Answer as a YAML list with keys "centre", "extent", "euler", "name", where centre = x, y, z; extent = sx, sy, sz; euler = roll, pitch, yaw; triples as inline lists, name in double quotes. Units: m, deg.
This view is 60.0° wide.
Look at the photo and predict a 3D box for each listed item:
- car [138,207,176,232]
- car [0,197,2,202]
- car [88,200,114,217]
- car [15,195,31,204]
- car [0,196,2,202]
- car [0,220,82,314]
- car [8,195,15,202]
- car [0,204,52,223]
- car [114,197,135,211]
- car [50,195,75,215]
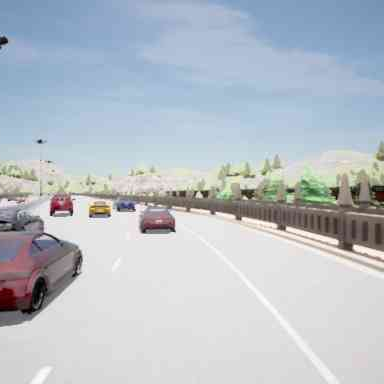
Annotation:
- centre: [-2.192, 1.572, 20.238]
  extent: [1.994, 1.385, 4.181]
  euler: [0, 0, -11]
  name: "car"
- centre: [-20.028, 1.295, 31.606]
  extent: [2.150, 2.045, 5.566]
  euler: [0, 0, -20]
  name: "car"
- centre: [-8.978, 1.511, 32.151]
  extent: [1.882, 1.535, 5.008]
  euler: [0, 0, -18]
  name: "car"
- centre: [-34.766, 1.473, 68.945]
  extent: [2.097, 1.767, 4.553]
  euler: [0, 0, -22]
  name: "car"
- centre: [-45.969, 1.700, 78.088]
  extent: [1.895, 1.301, 4.718]
  euler: [0, 0, -22]
  name: "car"
- centre: [-3.924, 1.579, 7.588]
  extent: [1.994, 1.385, 4.181]
  euler: [0, 0, -4]
  name: "car"
- centre: [-42.732, 1.570, 79.417]
  extent: [1.882, 1.535, 5.008]
  euler: [0, 0, -22]
  name: "car"
- centre: [-8.431, 1.524, 15.559]
  extent: [2.128, 1.511, 4.902]
  euler: [0, 0, -9]
  name: "car"
- centre: [-8.359, 1.383, 40.685]
  extent: [2.097, 1.767, 4.553]
  euler: [0, 0, -21]
  name: "car"
- centre: [-13.438, 1.272, 34.450]
  extent: [2.150, 2.045, 5.566]
  euler: [0, 0, -20]
  name: "car"
